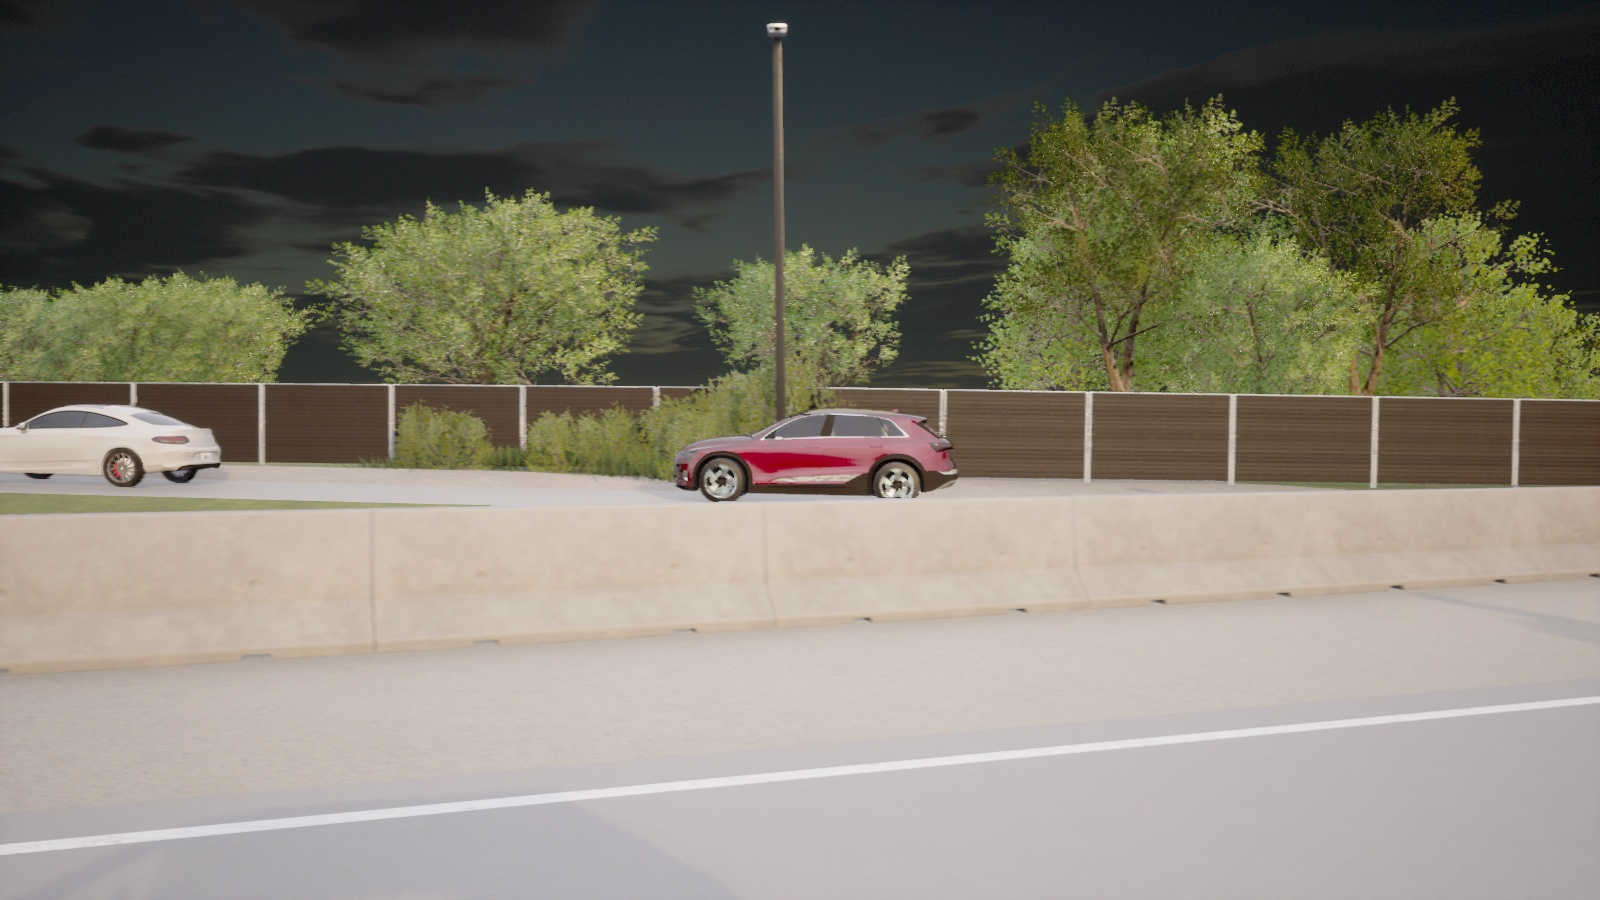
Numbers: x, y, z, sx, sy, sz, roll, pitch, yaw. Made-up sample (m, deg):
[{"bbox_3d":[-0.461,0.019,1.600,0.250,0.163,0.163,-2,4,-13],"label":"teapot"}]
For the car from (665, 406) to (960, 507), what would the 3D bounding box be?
[{"bbox_3d":[0.254,0.083,21.630,4.856,1.649,2.033,0,2,4],"label":"car"}]

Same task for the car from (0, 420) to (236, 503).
[{"bbox_3d":[-13.009,0.176,22.895,4.674,1.442,1.812,0,2,6],"label":"car"}]
